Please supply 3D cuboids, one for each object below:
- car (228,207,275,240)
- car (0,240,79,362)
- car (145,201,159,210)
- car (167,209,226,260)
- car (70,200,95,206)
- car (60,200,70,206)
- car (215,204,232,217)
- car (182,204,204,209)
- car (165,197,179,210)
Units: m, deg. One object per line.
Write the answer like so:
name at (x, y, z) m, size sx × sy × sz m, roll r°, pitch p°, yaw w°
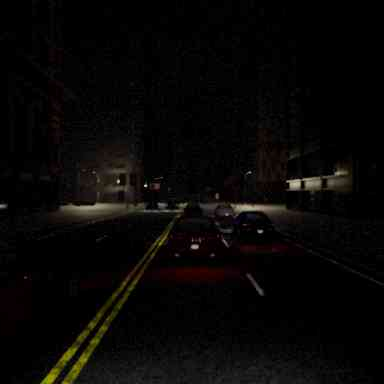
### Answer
car at (3.350, 1.782, 18.603) m, size 1.812 × 1.442 × 4.674 m, roll 0°, pitch -1°, yaw 0°
car at (-3.351, 1.603, 5.572) m, size 1.812 × 1.442 × 4.674 m, roll 0°, pitch -1°, yaw 0°
car at (-6.546, 2.282, 55.530) m, size 1.812 × 1.442 × 4.674 m, roll 0°, pitch -1°, yaw 0°
car at (0.095, 1.660, 13.246) m, size 1.882 × 1.535 × 5.008 m, roll 0°, pitch -1°, yaw 0°
car at (-22.770, 2.365, 70.387) m, size 4.507 × 1.381 × 1.887 m, roll 0°, pitch -1°, yaw 0°
car at (-28.225, 2.301, 70.357) m, size 4.829 × 1.417 × 1.752 m, roll 0°, pitch -1°, yaw 0°
car at (3.353, 1.995, 34.225) m, size 1.812 × 1.442 × 4.674 m, roll 0°, pitch -1°, yaw 0°
car at (0.102, 1.961, 33.285) m, size 1.837 × 1.490 × 4.892 m, roll 0°, pitch -1°, yaw 0°
car at (-3.294, 2.116, 56.047) m, size 2.097 × 1.767 × 4.553 m, roll 0°, pitch -1°, yaw 0°
